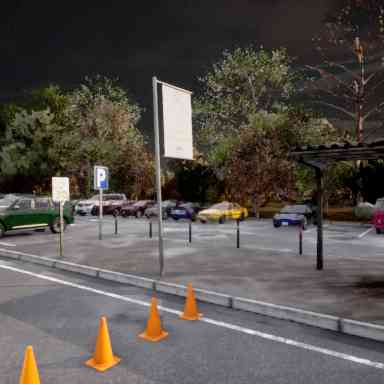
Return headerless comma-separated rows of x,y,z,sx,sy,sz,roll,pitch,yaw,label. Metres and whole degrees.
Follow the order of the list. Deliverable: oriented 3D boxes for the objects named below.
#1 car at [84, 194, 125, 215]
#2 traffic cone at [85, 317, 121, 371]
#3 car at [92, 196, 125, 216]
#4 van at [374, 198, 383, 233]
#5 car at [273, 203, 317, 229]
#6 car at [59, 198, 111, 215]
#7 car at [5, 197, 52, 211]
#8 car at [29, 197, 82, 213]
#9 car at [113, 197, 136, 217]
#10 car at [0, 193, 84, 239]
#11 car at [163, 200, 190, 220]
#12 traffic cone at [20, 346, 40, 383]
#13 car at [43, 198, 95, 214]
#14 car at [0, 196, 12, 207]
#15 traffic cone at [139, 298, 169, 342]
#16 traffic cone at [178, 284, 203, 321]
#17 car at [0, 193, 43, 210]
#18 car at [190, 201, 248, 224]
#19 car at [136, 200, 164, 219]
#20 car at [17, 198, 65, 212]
-8.870,1.211,33.269,2.435,2.045,5.566,0,0,35,car
-1.171,1.957,4.391,0.340,0.580,0.340,0,0,35,traffic cone
-6.581,1.465,31.700,2.097,1.535,5.008,0,0,35,car
11.642,1.263,19.012,1.878,1.987,4.442,0,0,35,van
7.019,1.513,22.088,2.163,1.488,4.792,0,0,35,car
-11.126,1.460,34.885,2.231,1.521,4.892,0,0,35,car
-20.192,1.450,41.307,2.163,1.488,4.792,0,0,35,car
-15.560,1.443,38.238,1.946,1.575,5.366,0,0,35,car
-4.311,1.468,30.102,2.097,1.535,5.008,0,0,35,car
-8.876,1.220,17.280,2.435,2.045,5.566,0,0,35,car
0.242,1.504,26.927,2.163,1.488,4.792,0,0,35,car
-1.747,1.957,3.575,0.340,0.580,0.340,0,0,35,traffic cone
-13.398,1.454,36.484,2.097,1.535,5.008,0,0,35,car
-29.181,1.331,47.825,1.946,1.575,5.366,1,0,35,car
-0.596,1.957,5.207,0.340,0.580,0.340,0,0,35,traffic cone
-0.020,1.957,6.023,0.340,0.580,0.340,0,0,36,traffic cone
-22.493,1.152,42.856,2.435,2.045,5.566,0,0,35,car
2.389,1.474,25.155,1.946,1.575,5.366,0,0,35,car
-2.040,1.472,28.506,2.231,1.521,4.892,0,0,35,car
-17.950,1.467,39.658,2.163,1.488,4.792,0,0,35,car
